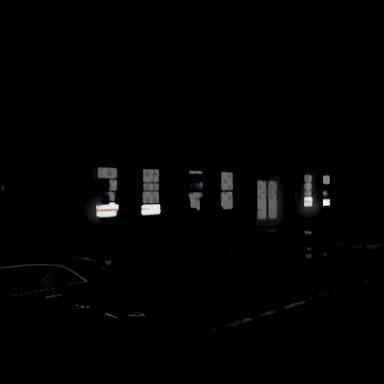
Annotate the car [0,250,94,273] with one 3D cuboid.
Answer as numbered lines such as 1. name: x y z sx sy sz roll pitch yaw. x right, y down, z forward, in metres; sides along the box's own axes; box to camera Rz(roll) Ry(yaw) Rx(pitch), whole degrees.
1. car: -2.932 1.550 4.467 4.403 1.369 2.008 0 0 -35

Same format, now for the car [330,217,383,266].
1. car: 6.343 1.502 11.068 4.206 1.307 1.802 0 0 -35

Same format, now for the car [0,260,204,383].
1. car: -2.056 1.530 1.911 4.674 1.442 1.812 0 0 -35
